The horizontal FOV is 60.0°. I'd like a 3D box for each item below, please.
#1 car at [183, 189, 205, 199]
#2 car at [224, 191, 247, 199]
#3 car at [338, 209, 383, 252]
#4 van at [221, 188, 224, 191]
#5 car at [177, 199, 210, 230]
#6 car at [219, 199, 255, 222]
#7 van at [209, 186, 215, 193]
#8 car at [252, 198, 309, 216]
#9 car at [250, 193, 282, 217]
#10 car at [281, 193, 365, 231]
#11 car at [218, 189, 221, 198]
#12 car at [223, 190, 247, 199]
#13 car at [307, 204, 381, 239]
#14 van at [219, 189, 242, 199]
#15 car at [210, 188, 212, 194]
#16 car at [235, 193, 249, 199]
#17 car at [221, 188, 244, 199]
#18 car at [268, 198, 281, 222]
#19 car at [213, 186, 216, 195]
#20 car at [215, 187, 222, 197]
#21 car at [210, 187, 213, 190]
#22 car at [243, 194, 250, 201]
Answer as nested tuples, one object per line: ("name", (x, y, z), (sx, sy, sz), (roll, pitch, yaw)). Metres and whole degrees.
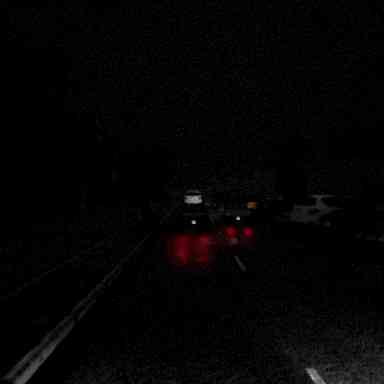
("car", (0.103, 0.830, 41.468), (2.150, 2.045, 5.566), (0, 1, 0))
("car", (8.045, 0.959, 51.279), (4.792, 1.488, 2.163), (0, 1, -20))
("car", (8.073, 1.500, 12.254), (4.674, 1.452, 2.002), (1, 1, -20))
("van", (8.182, 0.551, 60.299), (4.442, 1.987, 1.878), (0, 1, -20))
("car", (0.100, 1.403, 20.421), (2.128, 1.511, 4.902), (0, 1, 0))
("car", (3.100, 1.467, 24.595), (1.895, 1.301, 4.718), (0, 1, 0))
("van", (7.965, -0.134, 93.023), (4.442, 1.987, 1.878), (0, 2, -20))
("car", (8.075, 1.320, 30.279), (4.674, 1.452, 2.002), (0, 1, -20))
("car", (8.048, 1.073, 27.256), (5.566, 2.045, 2.435), (0, 1, -20))
("car", (8.099, 1.167, 18.276), (5.566, 2.045, 2.435), (1, 0, -20))
("car", (8.064, 0.726, 63.242), (4.892, 1.521, 2.231), (0, 1, -20))
("car", (8.066, 0.918, 54.297), (4.674, 1.452, 2.002), (0, 1, -20))
("car", (8.096, 1.469, 15.279), (4.792, 1.488, 2.163), (1, 0, -20))
("van", (7.965, 0.397, 69.159), (4.442, 1.987, 1.878), (0, 1, -20))
("car", (8.097, 0.282, 87.128), (4.792, 1.488, 2.163), (0, 1, -20))
("car", (8.045, 1.164, 39.275), (4.792, 1.488, 2.163), (0, 1, -20))
("car", (8.043, 0.701, 57.266), (4.553, 1.767, 2.185), (0, 1, -20))
("car", (7.898, 1.386, 21.205), (5.366, 1.575, 1.946), (1, 1, -20))
("car", (8.100, 0.320, 72.201), (5.566, 2.045, 2.435), (0, 1, -20))
("car", (8.049, 0.423, 66.206), (5.566, 2.045, 2.435), (0, 1, -20))
("car", (8.065, 0.212, 90.099), (4.674, 1.452, 2.002), (0, 1, -20))
("car", (8.242, 1.233, 33.351), (5.366, 1.575, 1.946), (0, 1, -20))
